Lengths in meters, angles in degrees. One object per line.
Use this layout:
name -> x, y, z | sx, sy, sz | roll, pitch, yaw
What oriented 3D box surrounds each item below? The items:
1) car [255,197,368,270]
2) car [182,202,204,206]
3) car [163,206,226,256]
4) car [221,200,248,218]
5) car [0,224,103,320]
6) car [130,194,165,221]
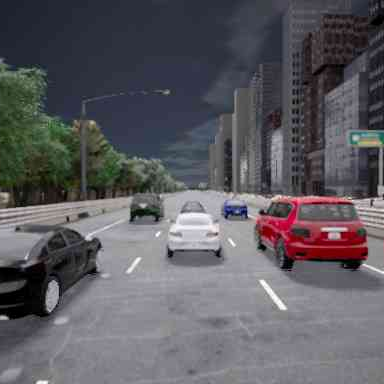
car -> 3.577, 1.185, 11.020 | 2.150, 2.045, 5.566 | 0, 0, 0
car -> 0.067, 1.480, 27.742 | 1.994, 1.385, 4.181 | 0, 0, 0
car -> 0.087, 1.486, 12.742 | 1.812, 1.442, 4.674 | 0, 0, 0
car -> 3.568, 1.391, 28.641 | 1.882, 1.535, 5.008 | 0, 0, 0
car -> -3.442, 1.454, 7.414 | 1.882, 1.535, 5.008 | 0, 0, 0
car -> -3.434, 1.142, 26.121 | 2.150, 2.045, 5.566 | 0, 0, 0
